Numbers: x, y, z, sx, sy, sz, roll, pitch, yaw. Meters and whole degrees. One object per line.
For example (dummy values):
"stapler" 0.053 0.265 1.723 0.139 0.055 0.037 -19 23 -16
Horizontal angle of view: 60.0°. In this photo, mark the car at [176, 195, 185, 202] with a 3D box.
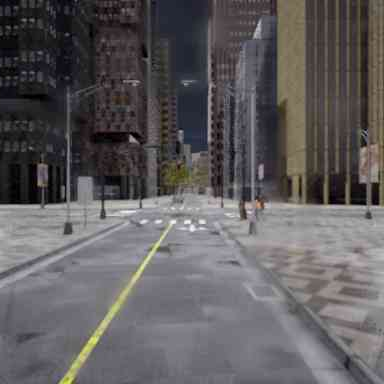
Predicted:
"car" -3.008 1.676 86.487 2.128 1.511 4.902 0 0 0

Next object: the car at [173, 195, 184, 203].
"car" -2.989 1.487 70.920 2.097 1.767 4.553 0 0 0

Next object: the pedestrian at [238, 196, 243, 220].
"pedestrian" 3.665 1.190 24.981 0.375 1.860 0.375 0 0 0

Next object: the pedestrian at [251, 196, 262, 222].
"pedestrian" 4.589 1.192 23.779 0.375 1.860 0.375 0 0 0

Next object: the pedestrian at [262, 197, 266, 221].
"pedestrian" 5.108 1.198 24.379 0.375 1.860 0.375 0 0 0
